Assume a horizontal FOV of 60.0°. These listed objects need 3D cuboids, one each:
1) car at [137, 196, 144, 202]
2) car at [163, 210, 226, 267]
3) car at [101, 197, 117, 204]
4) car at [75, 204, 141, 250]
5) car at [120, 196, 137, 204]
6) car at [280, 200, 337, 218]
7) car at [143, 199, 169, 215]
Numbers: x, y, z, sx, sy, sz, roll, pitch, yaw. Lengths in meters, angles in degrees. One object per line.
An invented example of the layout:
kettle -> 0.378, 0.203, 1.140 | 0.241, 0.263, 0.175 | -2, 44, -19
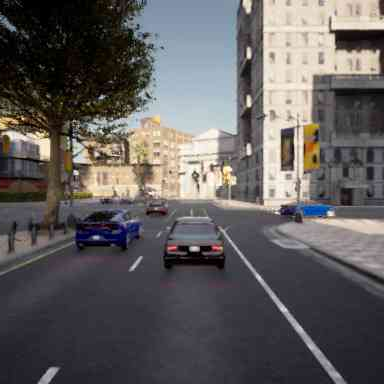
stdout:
car -> -11.492, 1.535, 72.309 | 1.895, 1.301, 4.718 | 0, 0, 0
car -> 0.078, 1.547, 11.298 | 2.033, 1.411, 5.357 | 0, 0, 0
car -> -15.000, 1.562, 60.233 | 1.994, 1.385, 4.181 | 0, 0, 0
car -> -3.413, 1.477, 14.353 | 1.882, 1.535, 5.008 | 0, 0, 0
car -> -11.517, 1.524, 59.404 | 1.812, 1.442, 4.674 | 0, 0, 1
car -> 10.297, 1.476, 29.402 | 5.008, 1.535, 1.882 | 0, -1, -13
car -> -3.402, 1.563, 33.492 | 1.994, 1.385, 4.181 | 0, 0, 0
